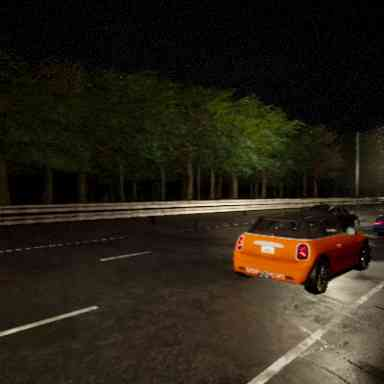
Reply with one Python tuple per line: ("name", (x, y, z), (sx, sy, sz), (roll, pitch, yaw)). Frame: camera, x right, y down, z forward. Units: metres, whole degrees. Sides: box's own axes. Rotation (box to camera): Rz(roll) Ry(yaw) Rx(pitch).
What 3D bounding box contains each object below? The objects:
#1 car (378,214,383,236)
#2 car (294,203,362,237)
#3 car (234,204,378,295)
("car", (11.150, 1.559, 17.340), (2.033, 1.411, 5.357), (1, 1, 45))
("car", (7.809, 1.456, 18.781), (1.837, 1.490, 4.892), (1, 0, 44))
("car", (3.151, 1.317, 8.992), (2.097, 1.767, 4.553), (1, 1, 43))
